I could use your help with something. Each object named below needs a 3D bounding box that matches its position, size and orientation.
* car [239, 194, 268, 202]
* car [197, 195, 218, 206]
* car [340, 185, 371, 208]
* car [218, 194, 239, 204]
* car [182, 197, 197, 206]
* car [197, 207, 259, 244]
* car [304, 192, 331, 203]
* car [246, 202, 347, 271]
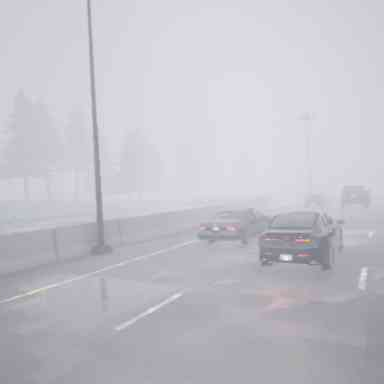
[{"bbox_3d":[9.183,1.051,47.362,2.033,1.411,5.357,-3,0,35],"label":"car"},{"bbox_3d":[3.433,1.256,51.350,2.128,1.511,4.902,-3,0,35],"label":"car"},{"bbox_3d":[15.011,0.387,30.452,2.150,2.045,5.566,-3,0,32],"label":"car"},{"bbox_3d":[6.305,1.098,49.356,1.882,1.535,5.008,-3,0,35],"label":"car"},{"bbox_3d":[0.565,1.488,53.344,2.033,1.411,5.357,-3,0,35],"label":"car"},{"bbox_3d":[2.159,1.407,15.081,2.033,1.411,5.357,-3,0,29],"label":"car"},{"bbox_3d":[12.419,0.801,32.854,1.837,1.490,4.892,-3,0,32],"label":"car"},{"bbox_3d":[3.494,1.304,10.323,1.837,1.490,4.892,-3,0,29],"label":"car"}]
